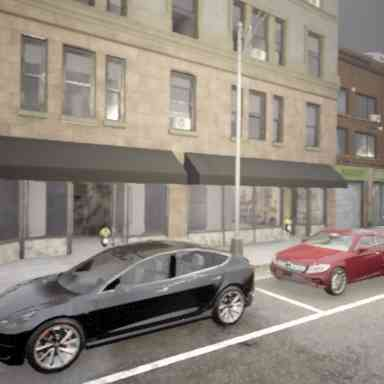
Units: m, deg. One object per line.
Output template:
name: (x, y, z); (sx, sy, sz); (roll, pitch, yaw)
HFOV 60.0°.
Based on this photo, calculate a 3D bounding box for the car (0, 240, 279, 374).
car: (-0.860, 1.536, 5.524); (4.313, 1.339, 1.947); (1, 0, -33)

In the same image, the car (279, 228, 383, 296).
car: (3.906, 1.610, 8.617); (4.206, 1.307, 1.802); (1, 0, -33)
